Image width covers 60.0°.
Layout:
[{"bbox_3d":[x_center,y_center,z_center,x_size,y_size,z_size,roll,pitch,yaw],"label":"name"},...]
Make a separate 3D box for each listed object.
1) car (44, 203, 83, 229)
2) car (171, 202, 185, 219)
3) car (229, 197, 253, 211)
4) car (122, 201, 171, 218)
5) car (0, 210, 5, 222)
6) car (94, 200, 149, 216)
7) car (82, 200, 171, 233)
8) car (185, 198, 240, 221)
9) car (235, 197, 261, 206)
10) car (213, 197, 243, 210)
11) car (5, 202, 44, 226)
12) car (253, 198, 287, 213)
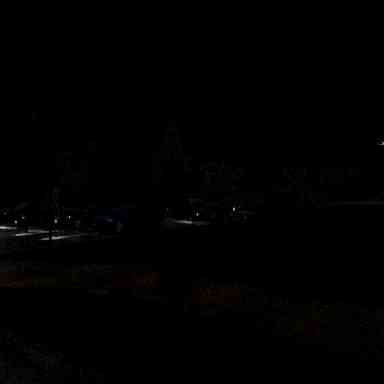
[{"bbox_3d":[-6.725,1.491,21.938,2.128,1.511,4.902,0,0,36],"label":"car"},{"bbox_3d":[-1.268,1.601,29.430,1.895,1.301,4.718,0,0,36],"label":"car"},{"bbox_3d":[6.832,1.503,40.542,1.837,1.490,4.892,0,0,36],"label":"car"},{"bbox_3d":[-4.174,1.601,31.387,1.895,1.301,4.718,0,0,36],"label":"car"},{"bbox_3d":[-12.614,1.526,25.742,1.812,1.442,4.674,0,0,36],"label":"car"},{"bbox_3d":[-6.970,1.547,33.492,2.033,1.411,5.357,0,0,36],"label":"car"},{"bbox_3d":[-3.760,1.478,20.064,1.882,1.535,5.008,0,0,36],"label":"car"},{"bbox_3d":[1.825,1.505,27.735,1.837,1.490,4.892,0,0,36],"label":"car"},{"bbox_3d":[9.491,1.600,55.933,2.033,1.411,5.357,0,0,36],"label":"car"},{"bbox_3d":[4.796,1.504,43.685,1.837,1.490,4.892,0,0,36],"label":"car"},{"bbox_3d":[-9.817,1.547,23.637,2.033,1.411,5.357,0,0,36],"label":"car"},{"bbox_3d":[9.245,1.478,37.912,1.882,1.535,5.008,0,0,36],"label":"car"}]
